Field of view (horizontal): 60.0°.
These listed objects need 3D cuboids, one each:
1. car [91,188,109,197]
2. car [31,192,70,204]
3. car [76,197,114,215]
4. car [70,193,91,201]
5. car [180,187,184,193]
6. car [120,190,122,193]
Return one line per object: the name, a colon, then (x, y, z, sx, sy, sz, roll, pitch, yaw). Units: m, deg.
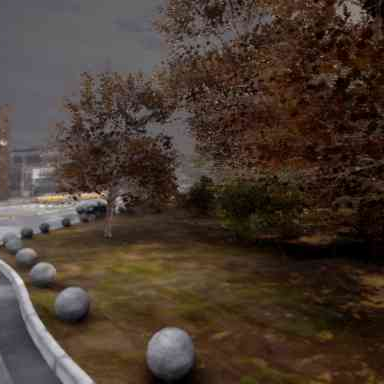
car: (-17.292, 0.343, 58.511, 1.946, 1.575, 5.366, 0, 2, 18)
car: (-20.650, 0.806, 47.996, 1.946, 1.575, 5.366, 0, 2, 18)
car: (-9.205, 1.492, 32.252, 1.895, 1.301, 4.718, 0, 2, 11)
car: (-18.966, 0.573, 53.251, 1.946, 1.575, 5.366, 0, 2, 18)
car: (-1.352, 0.307, 59.079, 1.895, 1.301, 4.718, 0, 2, 18)
car: (-15.531, -0.146, 64.031, 2.435, 2.045, 5.566, 0, 2, 18)
